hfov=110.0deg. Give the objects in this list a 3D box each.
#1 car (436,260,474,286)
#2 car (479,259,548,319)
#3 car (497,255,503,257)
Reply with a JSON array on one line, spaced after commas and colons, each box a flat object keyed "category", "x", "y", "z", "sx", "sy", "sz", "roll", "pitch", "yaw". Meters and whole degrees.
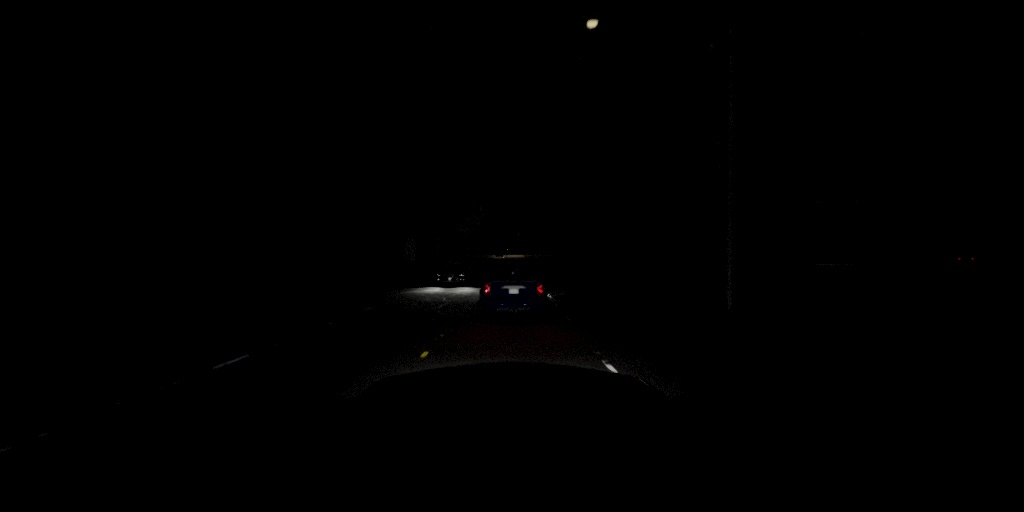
[{"category": "car", "x": -3.575, "y": 1.043, "z": 23.105, "sx": 1.837, "sy": 1.490, "sz": 4.892, "roll": 0, "pitch": 0, "yaw": 0}, {"category": "car", "x": 0.065, "y": 1.036, "z": 12.645, "sx": 2.097, "sy": 1.767, "sz": 4.553, "roll": 0, "pitch": 0, "yaw": 0}, {"category": "car", "x": 0.069, "y": 0.940, "z": 27.840, "sx": 2.128, "sy": 1.511, "sz": 4.902, "roll": 0, "pitch": 1, "yaw": 0}]
